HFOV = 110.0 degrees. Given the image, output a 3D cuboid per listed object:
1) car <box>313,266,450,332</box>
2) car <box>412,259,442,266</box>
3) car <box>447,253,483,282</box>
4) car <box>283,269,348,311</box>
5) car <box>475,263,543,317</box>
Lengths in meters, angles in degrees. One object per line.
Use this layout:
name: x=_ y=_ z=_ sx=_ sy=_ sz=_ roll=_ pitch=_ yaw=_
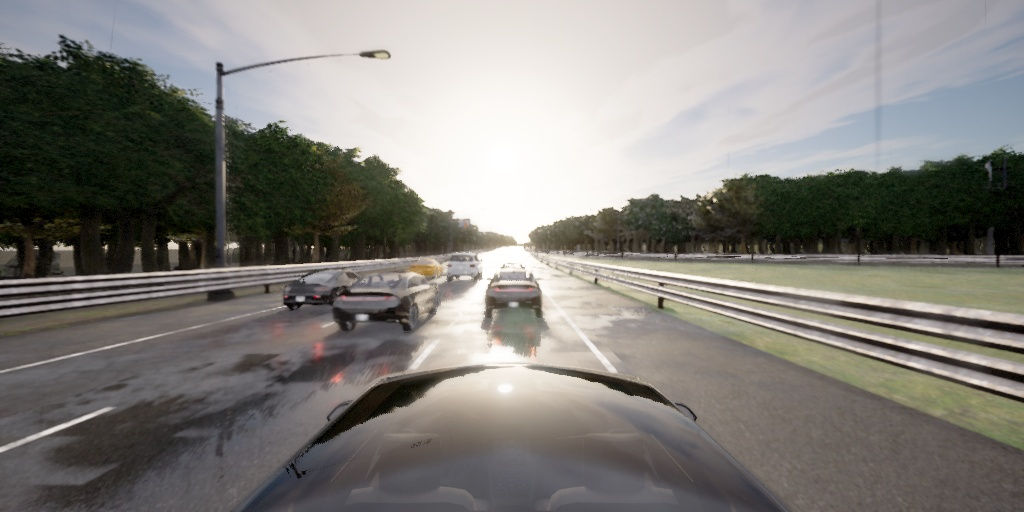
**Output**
car: x=-3.447 y=1.207 z=10.713 sx=2.128 sy=1.511 sz=4.902 roll=0 pitch=0 yaw=0
car: x=-6.931 y=1.014 z=29.543 sx=1.882 sy=1.535 sz=5.008 roll=0 pitch=1 yaw=0
car: x=-3.445 y=0.789 z=26.935 sx=2.150 sy=2.045 sz=5.566 roll=0 pitch=1 yaw=0
car: x=-6.927 y=1.219 z=14.056 sx=1.812 sy=1.442 sz=4.674 roll=0 pitch=0 yaw=0
car: x=0.066 y=1.195 z=12.914 sx=2.128 sy=1.511 sz=4.902 roll=0 pitch=0 yaw=0
